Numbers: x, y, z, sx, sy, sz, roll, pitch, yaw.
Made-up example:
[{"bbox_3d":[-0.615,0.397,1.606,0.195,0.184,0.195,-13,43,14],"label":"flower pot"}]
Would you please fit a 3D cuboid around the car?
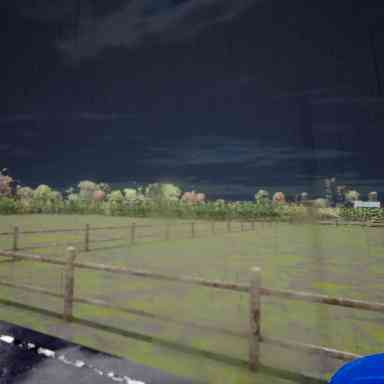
[{"bbox_3d":[3.323,1.685,1.654,5.008,1.535,1.882,0,-4,29],"label":"car"}]
